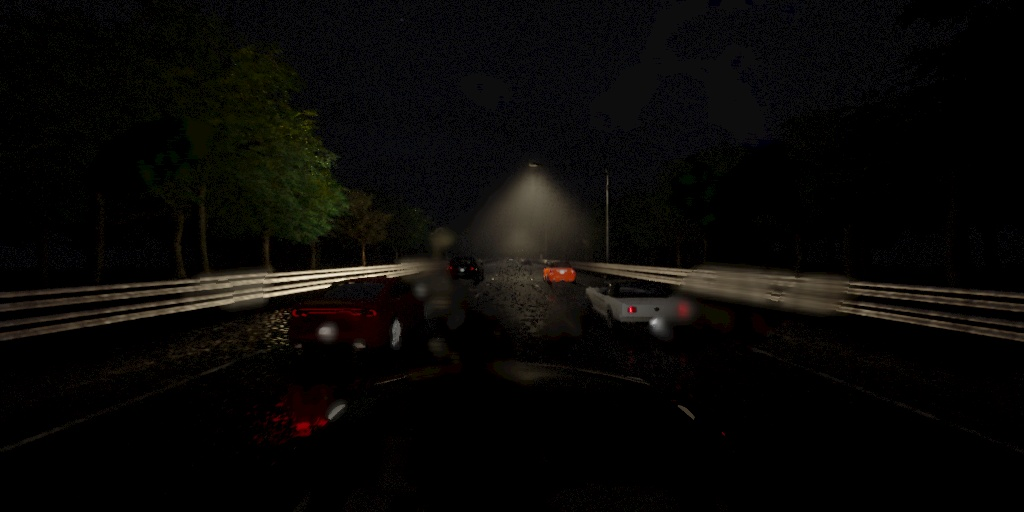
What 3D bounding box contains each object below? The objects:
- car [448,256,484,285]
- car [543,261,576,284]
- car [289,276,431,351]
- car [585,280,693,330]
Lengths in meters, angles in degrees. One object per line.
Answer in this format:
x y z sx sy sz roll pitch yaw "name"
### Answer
-3.397 1.056 27.146 2.150 2.045 5.566 0 0 0 "car"
3.602 1.192 27.864 2.097 1.767 4.553 0 0 0 "car"
-3.405 1.250 9.067 1.882 1.535 5.008 0 0 0 "car"
3.598 1.383 11.189 1.895 1.301 4.718 0 0 0 "car"
